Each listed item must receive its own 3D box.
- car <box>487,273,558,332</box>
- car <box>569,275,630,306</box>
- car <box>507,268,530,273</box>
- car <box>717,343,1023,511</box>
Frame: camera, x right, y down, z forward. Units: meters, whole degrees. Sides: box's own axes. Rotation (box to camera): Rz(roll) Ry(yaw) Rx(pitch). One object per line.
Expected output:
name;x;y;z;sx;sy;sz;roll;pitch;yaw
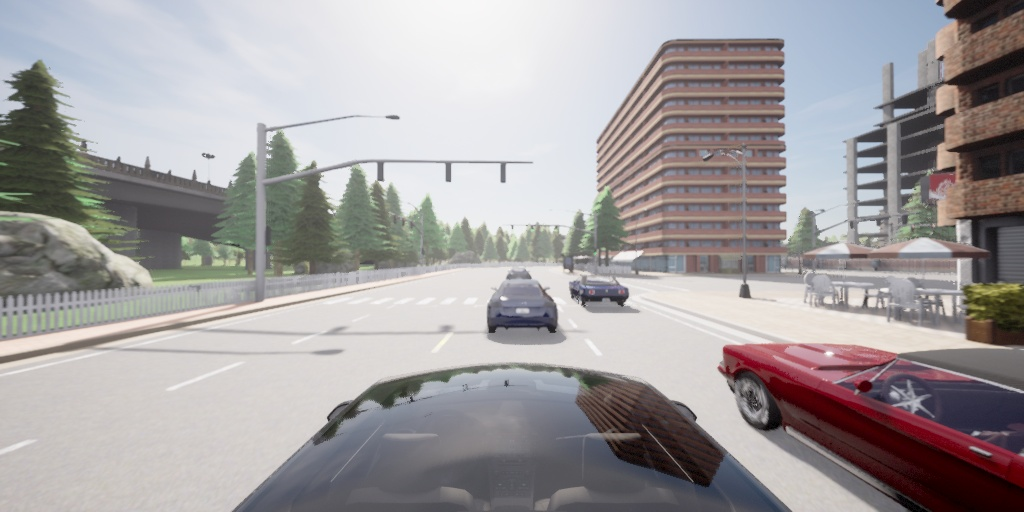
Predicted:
car;0.277;1.411;11.290;1.994;1.385;4.181;0;-1;0
car;3.835;1.507;16.663;1.895;1.301;4.718;0;-1;1
car;0.544;1.619;29.084;1.994;1.385;4.181;0;-1;1
car;3.728;1.365;2.699;1.895;1.301;4.718;0;-1;-1
